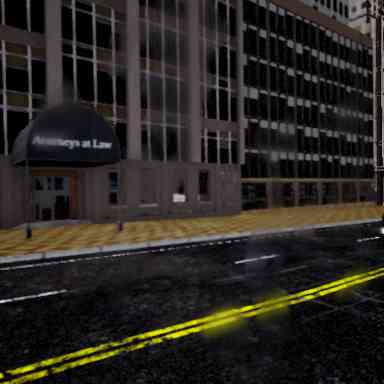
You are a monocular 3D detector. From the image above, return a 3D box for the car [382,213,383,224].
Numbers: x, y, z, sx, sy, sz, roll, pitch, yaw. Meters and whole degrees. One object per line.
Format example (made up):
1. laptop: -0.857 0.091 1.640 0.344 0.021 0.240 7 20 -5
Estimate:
1. car: 14.365 1.475 21.974 4.181 1.385 1.994 0 0 -36
